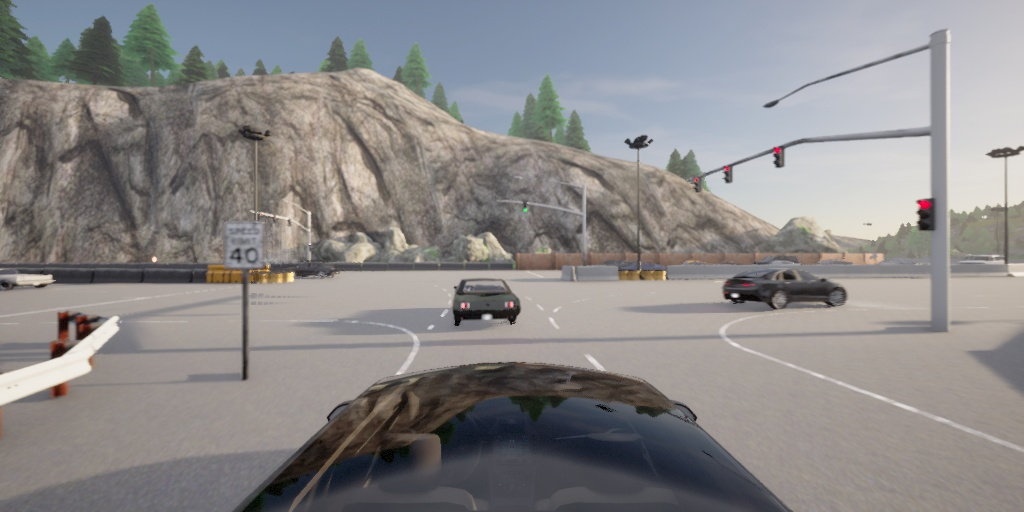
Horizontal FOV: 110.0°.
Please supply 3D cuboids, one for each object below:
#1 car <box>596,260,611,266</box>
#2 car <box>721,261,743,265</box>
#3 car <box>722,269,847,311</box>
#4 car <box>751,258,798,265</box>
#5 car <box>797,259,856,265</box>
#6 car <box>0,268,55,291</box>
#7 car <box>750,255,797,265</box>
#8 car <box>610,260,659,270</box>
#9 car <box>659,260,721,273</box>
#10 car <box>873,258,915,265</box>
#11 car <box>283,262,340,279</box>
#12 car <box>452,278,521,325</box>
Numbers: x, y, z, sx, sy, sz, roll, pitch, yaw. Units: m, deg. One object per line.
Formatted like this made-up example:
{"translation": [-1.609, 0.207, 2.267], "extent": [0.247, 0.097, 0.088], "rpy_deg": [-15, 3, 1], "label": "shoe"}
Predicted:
{"translation": [13.146, 1.244, 43.215], "extent": [4.902, 1.511, 2.128], "rpy_deg": [0, 0, -5], "label": "car"}
{"translation": [28.293, 1.327, 48.023], "extent": [4.718, 1.301, 1.895], "rpy_deg": [0, 0, -5], "label": "car"}
{"translation": [10.818, 1.243, 14.251], "extent": [4.892, 1.490, 1.837], "rpy_deg": [0, -3, -15], "label": "car"}
{"translation": [30.590, 1.242, 41.207], "extent": [4.674, 1.442, 1.812], "rpy_deg": [0, 0, -5], "label": "car"}
{"translation": [33.632, 1.185, 37.981], "extent": [5.008, 1.535, 1.882], "rpy_deg": [0, 0, -5], "label": "car"}
{"translation": [-31.128, 1.394, 21.644], "extent": [4.718, 1.301, 1.895], "rpy_deg": [0, 0, -5], "label": "car"}
{"translation": [32.920, 0.935, 44.878], "extent": [5.566, 2.045, 2.150], "rpy_deg": [0, 0, -4], "label": "car"}
{"translation": [14.177, 1.296, 39.795], "extent": [5.357, 1.411, 2.033], "rpy_deg": [0, 0, -5], "label": "car"}
{"translation": [18.112, 1.216, 36.621], "extent": [5.008, 1.535, 1.882], "rpy_deg": [0, 0, -5], "label": "car"}
{"translation": [45.916, 1.211, 42.916], "extent": [4.674, 1.442, 1.812], "rpy_deg": [0, 0, -9], "label": "car"}
{"translation": [-18.671, 1.316, 33.311], "extent": [4.892, 1.490, 1.837], "rpy_deg": [0, -1, 0], "label": "car"}
{"translation": [-0.996, 1.366, 11.915], "extent": [1.895, 1.301, 4.718], "rpy_deg": [0, 0, -8], "label": "car"}
